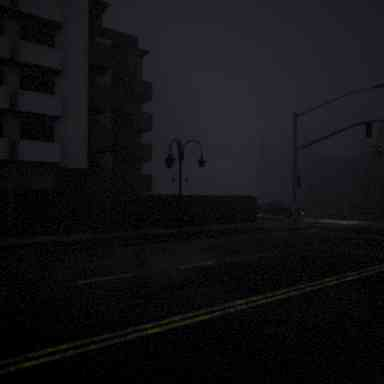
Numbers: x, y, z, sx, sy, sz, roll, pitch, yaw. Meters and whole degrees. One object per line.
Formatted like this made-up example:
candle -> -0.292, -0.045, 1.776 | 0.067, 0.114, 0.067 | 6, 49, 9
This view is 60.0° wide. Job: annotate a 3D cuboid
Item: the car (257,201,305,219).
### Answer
car -> 8.212, 1.629, 31.148 | 2.128, 1.511, 4.902 | 0, 0, -37
